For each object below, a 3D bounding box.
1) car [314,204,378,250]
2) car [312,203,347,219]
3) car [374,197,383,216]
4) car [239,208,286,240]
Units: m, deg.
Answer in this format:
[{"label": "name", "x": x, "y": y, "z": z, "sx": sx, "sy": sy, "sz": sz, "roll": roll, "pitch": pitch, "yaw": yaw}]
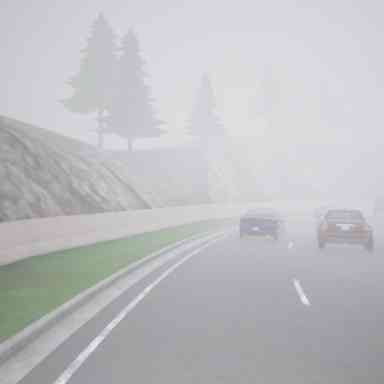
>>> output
[{"label": "car", "x": 6.881, "y": 1.501, "z": 15.387, "sx": 2.097, "sy": 1.767, "sz": 4.553, "roll": 0, "pitch": 0, "yaw": 19}, {"label": "car", "x": 14.017, "y": 1.882, "z": 33.814, "sx": 1.994, "sy": 1.385, "sz": 4.181, "roll": 0, "pitch": -1, "yaw": 43}, {"label": "car", "x": 21.526, "y": 1.615, "z": 35.833, "sx": 5.566, "sy": 2.045, "sz": 2.150, "roll": 1, "pitch": -1, "yaw": -39}, {"label": "car", "x": 3.934, "y": 1.619, "z": 18.152, "sx": 1.882, "sy": 1.535, "sz": 5.008, "roll": 0, "pitch": 0, "yaw": 21}]
